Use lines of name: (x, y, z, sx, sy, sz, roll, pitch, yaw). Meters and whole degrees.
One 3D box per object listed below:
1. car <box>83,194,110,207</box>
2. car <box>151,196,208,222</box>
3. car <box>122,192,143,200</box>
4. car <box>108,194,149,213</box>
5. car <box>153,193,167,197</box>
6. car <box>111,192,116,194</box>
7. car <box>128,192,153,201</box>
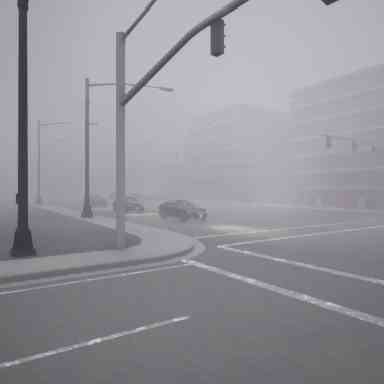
car: (-12.277, 1.013, 41.901, 1.882, 1.535, 5.008, 0, 1, -34)
car: (-0.765, 1.358, 25.018, 2.128, 1.511, 4.902, 0, 1, -34)
car: (-11.904, 0.750, 66.344, 2.033, 1.411, 5.357, 0, 1, -34)
car: (-6.487, 1.242, 33.404, 1.812, 1.442, 4.674, 0, 1, -34)
car: (-6.026, 0.858, 57.734, 2.128, 1.511, 4.902, 0, 1, -34)
car: (-14.795, 0.708, 64.371, 1.837, 1.490, 4.892, 0, 1, -34)
car: (-8.916, 0.844, 55.760, 1.882, 1.535, 5.008, 0, 1, -34)
